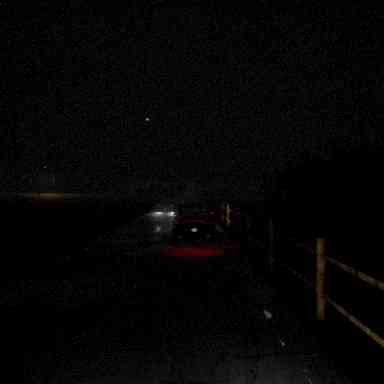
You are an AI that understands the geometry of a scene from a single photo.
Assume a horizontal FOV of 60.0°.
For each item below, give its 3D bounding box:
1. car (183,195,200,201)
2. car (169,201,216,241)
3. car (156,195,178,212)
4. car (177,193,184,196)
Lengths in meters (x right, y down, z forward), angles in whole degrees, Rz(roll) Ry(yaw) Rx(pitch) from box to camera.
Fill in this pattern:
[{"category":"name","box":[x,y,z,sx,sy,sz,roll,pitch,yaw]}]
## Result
[{"category":"car","box":[0.107,1.391,32.409,1.882,1.535,5.008,0,0,0]},{"category":"car","box":[0.099,1.437,16.397,1.882,1.535,5.008,0,0,0]},{"category":"car","box":[-2.835,1.421,37.230,1.812,1.442,4.674,0,0,0]},{"category":"car","box":[-2.728,1.064,78.539,1.837,1.490,4.892,0,1,0]}]
